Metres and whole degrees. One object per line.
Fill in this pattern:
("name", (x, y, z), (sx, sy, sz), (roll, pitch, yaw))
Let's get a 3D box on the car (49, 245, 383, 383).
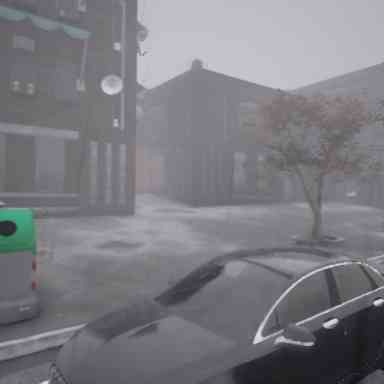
("car", (0.909, 1.505, 4.022), (4.892, 1.490, 1.837), (0, 0, -35))
